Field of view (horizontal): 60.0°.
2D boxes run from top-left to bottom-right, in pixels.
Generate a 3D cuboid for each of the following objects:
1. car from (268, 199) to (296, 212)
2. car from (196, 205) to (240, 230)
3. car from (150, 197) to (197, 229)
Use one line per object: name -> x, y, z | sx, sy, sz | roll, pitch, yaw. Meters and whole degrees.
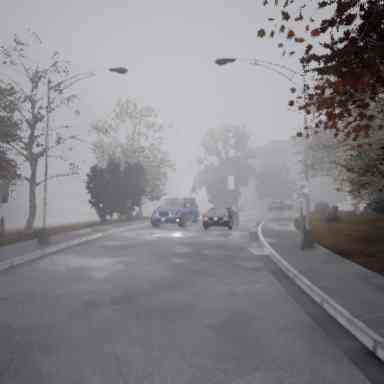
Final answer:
car -> 10.703, 1.610, 39.498 | 2.128, 1.511, 4.902 | -4, -4, 37
car -> 2.027, 1.654, 22.134 | 2.033, 1.411, 5.357 | -1, 0, 14
car -> -1.086, 1.402, 23.800 | 2.150, 2.045, 5.566 | -1, -1, 16
